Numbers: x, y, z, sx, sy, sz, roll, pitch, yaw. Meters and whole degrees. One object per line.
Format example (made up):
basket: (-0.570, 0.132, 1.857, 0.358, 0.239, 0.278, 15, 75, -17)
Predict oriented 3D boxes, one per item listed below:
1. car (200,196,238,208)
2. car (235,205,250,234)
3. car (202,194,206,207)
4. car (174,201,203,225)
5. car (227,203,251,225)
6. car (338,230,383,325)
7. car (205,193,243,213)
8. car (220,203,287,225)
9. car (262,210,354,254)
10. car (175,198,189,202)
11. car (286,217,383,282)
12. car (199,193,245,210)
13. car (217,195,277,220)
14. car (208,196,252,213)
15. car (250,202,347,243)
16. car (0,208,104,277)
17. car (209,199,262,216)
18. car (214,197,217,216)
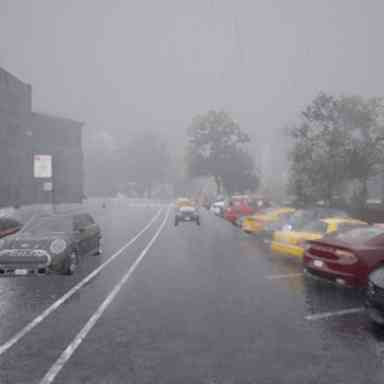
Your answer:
car: (3.811, 1.414, 47.296, 4.892, 1.521, 2.231, 0, 1, -24)
car: (5.110, 1.639, 17.590, 5.008, 1.535, 2.097, 1, -1, -22)
car: (4.148, 1.259, 41.340, 5.566, 2.045, 2.435, 0, 1, -23)
car: (-0.393, 1.707, 25.776, 1.812, 1.442, 4.674, 0, 0, -2)
car: (5.048, 1.660, 20.559, 4.892, 1.521, 2.231, 1, 0, -22)
car: (5.310, 1.536, 5.702, 5.008, 1.535, 2.097, 1, 0, -21)
car: (4.593, 1.382, 32.435, 5.566, 2.045, 2.435, 1, 1, -23)
car: (4.877, 1.696, 26.523, 4.792, 1.488, 2.163, 1, 0, -22)
car: (5.404, 1.588, 11.717, 5.366, 1.575, 1.946, 1, -1, -21)
car: (-1.117, 1.490, 41.735, 1.882, 1.535, 5.008, 0, 1, -3)
car: (5.265, 1.562, 8.679, 5.008, 1.535, 2.097, 1, -1, -21)
car: (4.026, 1.211, 44.340, 5.566, 2.045, 2.435, 0, 1, -24)
car: (4.980, 1.417, 23.550, 5.566, 2.045, 2.435, 1, 0, -22)
car: (4.360, 1.434, 38.404, 4.553, 1.767, 2.185, 0, 1, -23)
car: (5.209, 1.489, 14.626, 4.553, 1.767, 2.185, 1, 0, -21)
car: (-4.355, 1.451, 10.666, 2.097, 1.767, 4.553, 0, -1, -1)
car: (4.647, 1.599, 35.508, 5.366, 1.575, 1.946, 0, 0, -23)
car: (4.712, 1.529, 29.468, 4.553, 1.767, 2.185, 1, 0, -23)
